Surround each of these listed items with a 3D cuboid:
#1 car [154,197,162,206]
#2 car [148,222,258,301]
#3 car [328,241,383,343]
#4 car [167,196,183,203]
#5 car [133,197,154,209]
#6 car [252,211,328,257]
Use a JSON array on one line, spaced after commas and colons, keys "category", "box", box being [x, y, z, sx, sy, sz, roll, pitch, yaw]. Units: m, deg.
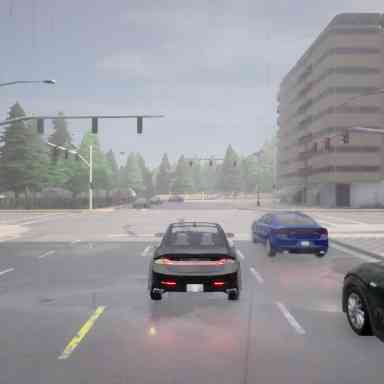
[{"category": "car", "box": [-6.367, 1.526, 56.333, 1.812, 1.442, 4.674, 0, 0, 8]}, {"category": "car", "box": [0.067, 1.492, 8.341, 2.128, 1.511, 4.902, 0, 0, 0]}, {"category": "car", "box": [3.600, 1.352, 3.835, 2.097, 1.767, 4.553, 0, 0, 0]}, {"category": "car", "box": [-3.416, 1.506, 68.616, 1.837, 1.490, 4.892, 0, 0, 22]}, {"category": "car", "box": [-6.986, 1.526, 46.418, 1.812, 1.442, 4.674, 0, 0, 2]}, {"category": "car", "box": [3.585, 1.478, 12.987, 1.882, 1.535, 5.008, 0, 0, 0]}]
